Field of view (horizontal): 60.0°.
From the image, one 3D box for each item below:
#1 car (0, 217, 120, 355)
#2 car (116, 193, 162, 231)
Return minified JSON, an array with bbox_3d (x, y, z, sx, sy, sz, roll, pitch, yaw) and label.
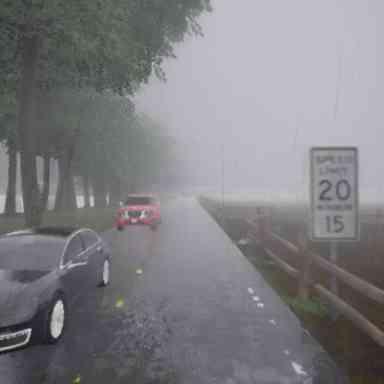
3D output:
[{"bbox_3d":[-2.899,1.477,6.399,1.837,1.490,4.892,0,0,0],"label":"car"},{"bbox_3d":[-3.024,1.120,20.067,2.150,2.045,5.566,0,1,0],"label":"car"}]
